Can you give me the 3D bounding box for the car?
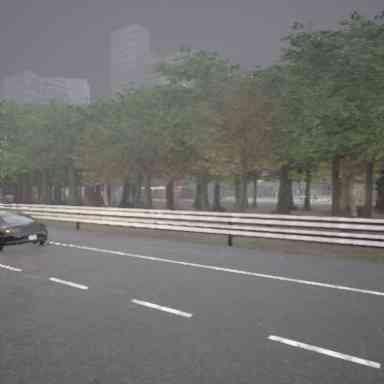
[{"bbox_3d":[-7.815,1.540,13.750,4.674,1.442,1.812,0,0,36],"label":"car"}]
